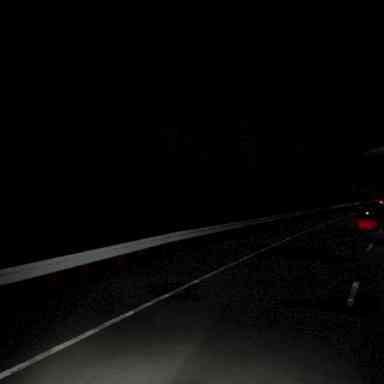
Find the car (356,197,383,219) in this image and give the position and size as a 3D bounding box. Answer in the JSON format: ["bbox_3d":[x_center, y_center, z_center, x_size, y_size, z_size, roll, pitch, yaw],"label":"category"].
[{"bbox_3d":[15.970,1.504,29.670,1.837,1.490,4.892,0,0,35],"label":"car"}]

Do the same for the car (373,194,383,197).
[{"bbox_3d":[22.007,1.221,38.227,2.150,2.045,5.566,0,0,35],"label":"car"}]
